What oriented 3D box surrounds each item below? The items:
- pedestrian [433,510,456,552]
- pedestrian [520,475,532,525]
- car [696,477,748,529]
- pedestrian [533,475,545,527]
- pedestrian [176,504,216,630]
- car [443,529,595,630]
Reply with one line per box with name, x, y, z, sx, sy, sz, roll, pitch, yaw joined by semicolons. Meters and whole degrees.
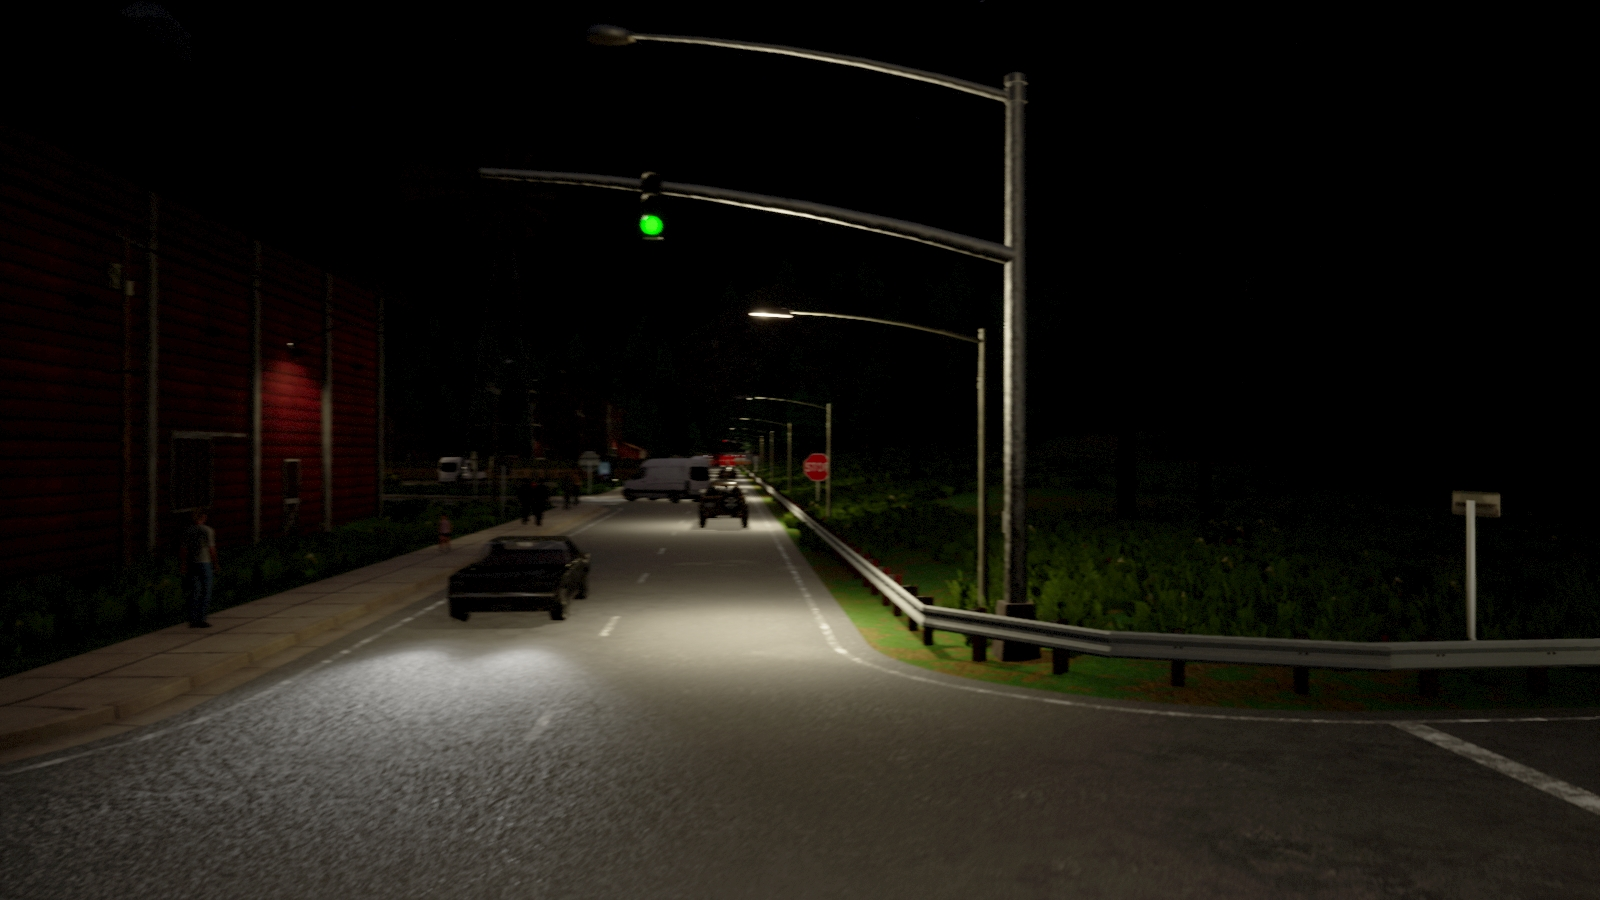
pedestrian;-9.669;2.197;31.077;0.500;1.100;0.500;0;0;-4
pedestrian;-10.289;1.862;42.914;0.375;1.860;0.375;0;0;1
car;-3.076;2.046;45.343;1.932;1.855;4.605;0;0;-4
pedestrian;-9.524;1.856;41.690;0.375;1.860;0.375;0;0;-15
pedestrian;-9.138;1.760;17.294;0.375;1.860;0.375;0;0;13
car;-4.940;2.238;20.708;1.895;1.301;4.718;0;0;-4
